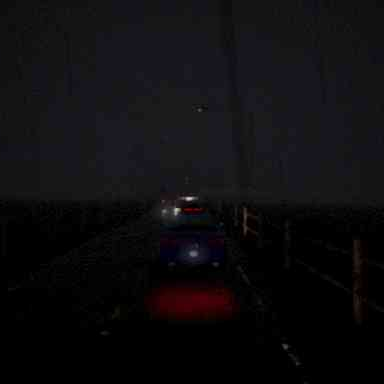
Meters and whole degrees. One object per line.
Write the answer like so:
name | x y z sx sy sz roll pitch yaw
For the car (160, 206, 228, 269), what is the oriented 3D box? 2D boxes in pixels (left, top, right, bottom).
car | 0.070 1.440 11.026 1.882 1.535 5.008 0 0 1

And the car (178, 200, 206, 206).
car | 0.074 1.419 26.535 1.837 1.490 4.892 0 1 0

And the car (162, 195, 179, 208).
car | -2.833 1.211 44.121 2.097 1.767 4.553 0 0 0
